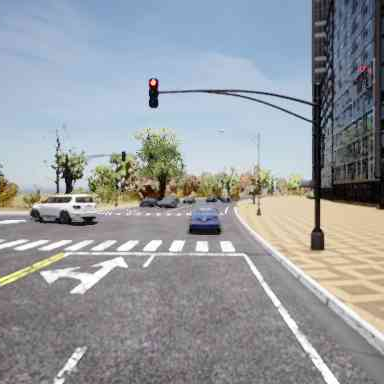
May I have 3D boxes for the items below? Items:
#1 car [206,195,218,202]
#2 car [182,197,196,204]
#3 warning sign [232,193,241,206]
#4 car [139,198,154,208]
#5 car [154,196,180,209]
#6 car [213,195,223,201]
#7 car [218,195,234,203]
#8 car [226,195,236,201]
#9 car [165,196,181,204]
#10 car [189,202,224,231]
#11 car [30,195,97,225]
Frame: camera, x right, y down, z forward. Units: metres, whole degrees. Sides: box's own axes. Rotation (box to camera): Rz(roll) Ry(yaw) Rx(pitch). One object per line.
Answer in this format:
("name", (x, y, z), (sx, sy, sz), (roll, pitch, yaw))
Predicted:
("car", (4.183, 1.578, 71.043), (1.994, 1.385, 4.181), (0, 0, 12))
("car", (-0.536, 1.572, 63.858), (2.033, 1.411, 5.357), (0, 0, 11))
("warning sign", (6.455, 1.135, 48.473), (1.300, 1.860, 1.060), (0, 0, 8))
("car", (-6.295, 1.576, 48.606), (1.994, 1.385, 4.181), (0, 0, 8))
("car", (-3.340, 1.561, 46.381), (2.033, 1.411, 5.357), (0, 0, 8))
("car", (6.301, 1.414, 80.750), (1.812, 1.442, 4.674), (0, 0, 14))
("car", (7.377, 1.555, 70.445), (2.128, 1.511, 4.902), (0, 0, 12))
("car", (9.565, 1.411, 80.430), (1.837, 1.490, 4.892), (0, 0, 14))
("car", (-3.646, 1.570, 64.894), (2.033, 1.411, 5.357), (0, 0, 11))
("car", (0.837, 1.553, 20.519), (2.033, 1.411, 5.357), (0, 0, 4))
("car", (-9.515, 1.225, 24.545), (5.566, 2.045, 2.150), (0, -1, 31))
